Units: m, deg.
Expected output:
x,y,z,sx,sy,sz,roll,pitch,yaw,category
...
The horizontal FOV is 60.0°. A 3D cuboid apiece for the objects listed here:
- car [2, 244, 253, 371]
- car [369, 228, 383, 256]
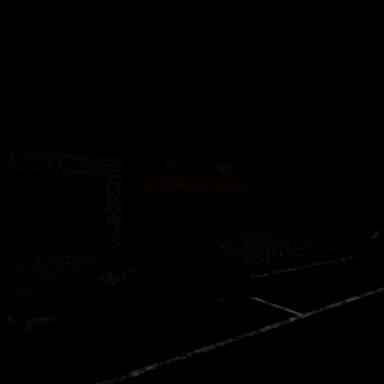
x,y,z,sx,sy,sz,roll,pitch,yaw,category
-0.791,1.595,5.627,4.206,1.307,1.802,0,0,-36,car
8.193,1.511,12.041,4.097,1.590,1.967,0,0,-36,car
